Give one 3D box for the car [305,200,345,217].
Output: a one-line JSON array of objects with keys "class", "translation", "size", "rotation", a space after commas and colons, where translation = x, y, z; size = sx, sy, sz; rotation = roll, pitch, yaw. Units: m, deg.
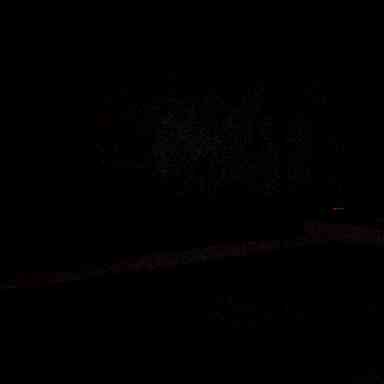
[{"class": "car", "translation": [10.725, 1.426, 29.692], "size": [2.033, 1.411, 5.357], "rotation": [0, 0, -37]}]
